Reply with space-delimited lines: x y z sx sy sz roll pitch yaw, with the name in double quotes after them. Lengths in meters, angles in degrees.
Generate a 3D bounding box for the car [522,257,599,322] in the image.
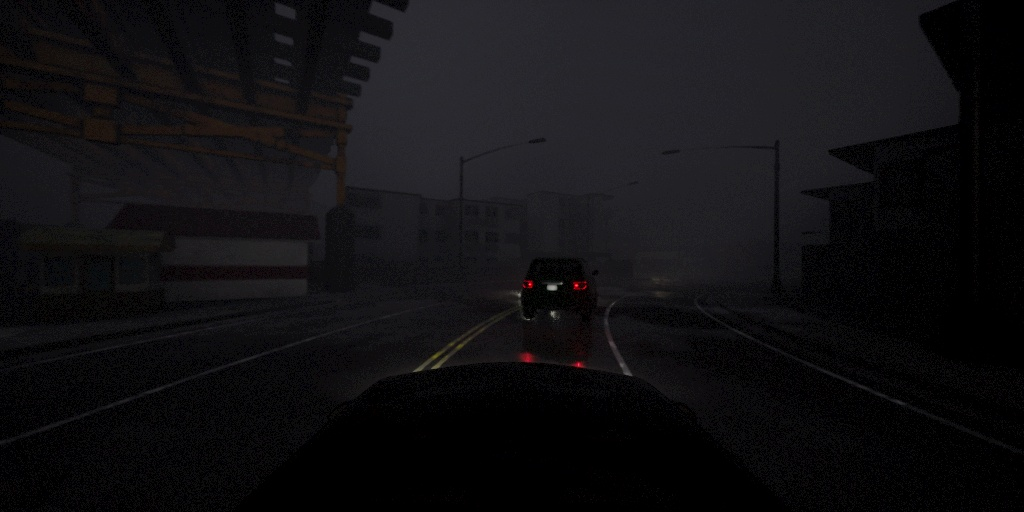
1.907 1.071 13.148 2.150 2.045 5.566 0 -1 16 "car"
